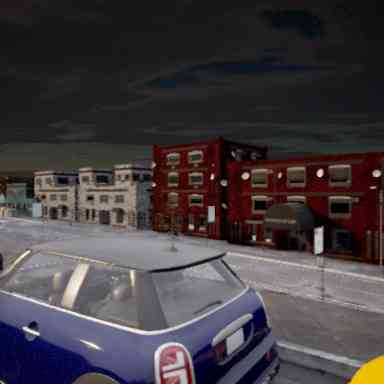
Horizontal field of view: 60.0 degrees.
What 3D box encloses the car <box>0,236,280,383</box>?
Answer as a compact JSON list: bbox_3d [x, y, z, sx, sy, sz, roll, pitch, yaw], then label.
[{"bbox_3d":[-1.352,1.352,4.205,4.553,1.767,2.185,0,0,35],"label":"car"}]
